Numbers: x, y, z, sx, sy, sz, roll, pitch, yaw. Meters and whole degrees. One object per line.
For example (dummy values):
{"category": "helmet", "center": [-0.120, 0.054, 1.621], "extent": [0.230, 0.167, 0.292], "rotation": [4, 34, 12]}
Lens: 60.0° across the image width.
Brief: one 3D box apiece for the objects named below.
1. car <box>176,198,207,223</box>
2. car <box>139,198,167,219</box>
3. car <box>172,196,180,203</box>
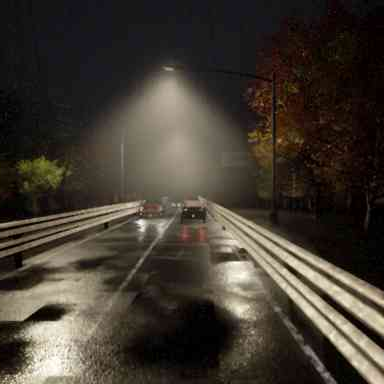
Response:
{"category": "car", "center": [0.101, 1.466, 25.397], "extent": [2.128, 1.511, 4.902], "rotation": [0, 0, 0]}
{"category": "car", "center": [-3.345, 1.337, 29.126], "extent": [2.097, 1.767, 4.553], "rotation": [0, 0, 0]}
{"category": "car", "center": [-3.274, 1.599, 71.108], "extent": [2.128, 1.511, 4.902], "rotation": [0, 0, 0]}
